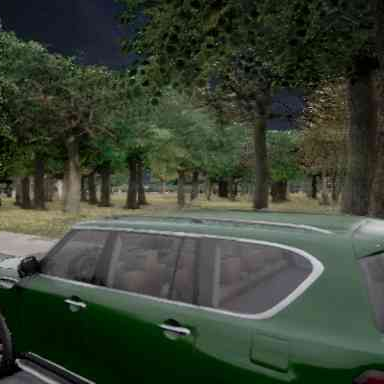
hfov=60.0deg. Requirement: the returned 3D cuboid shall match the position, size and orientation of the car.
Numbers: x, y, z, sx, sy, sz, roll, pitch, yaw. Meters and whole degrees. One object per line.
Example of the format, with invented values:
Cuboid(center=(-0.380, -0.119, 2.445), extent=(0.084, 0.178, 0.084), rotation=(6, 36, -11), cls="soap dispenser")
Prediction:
Cuboid(center=(-0.385, 1.223, 3.835), extent=(5.566, 2.045, 2.150), rotation=(0, 0, 35), cls="car")
